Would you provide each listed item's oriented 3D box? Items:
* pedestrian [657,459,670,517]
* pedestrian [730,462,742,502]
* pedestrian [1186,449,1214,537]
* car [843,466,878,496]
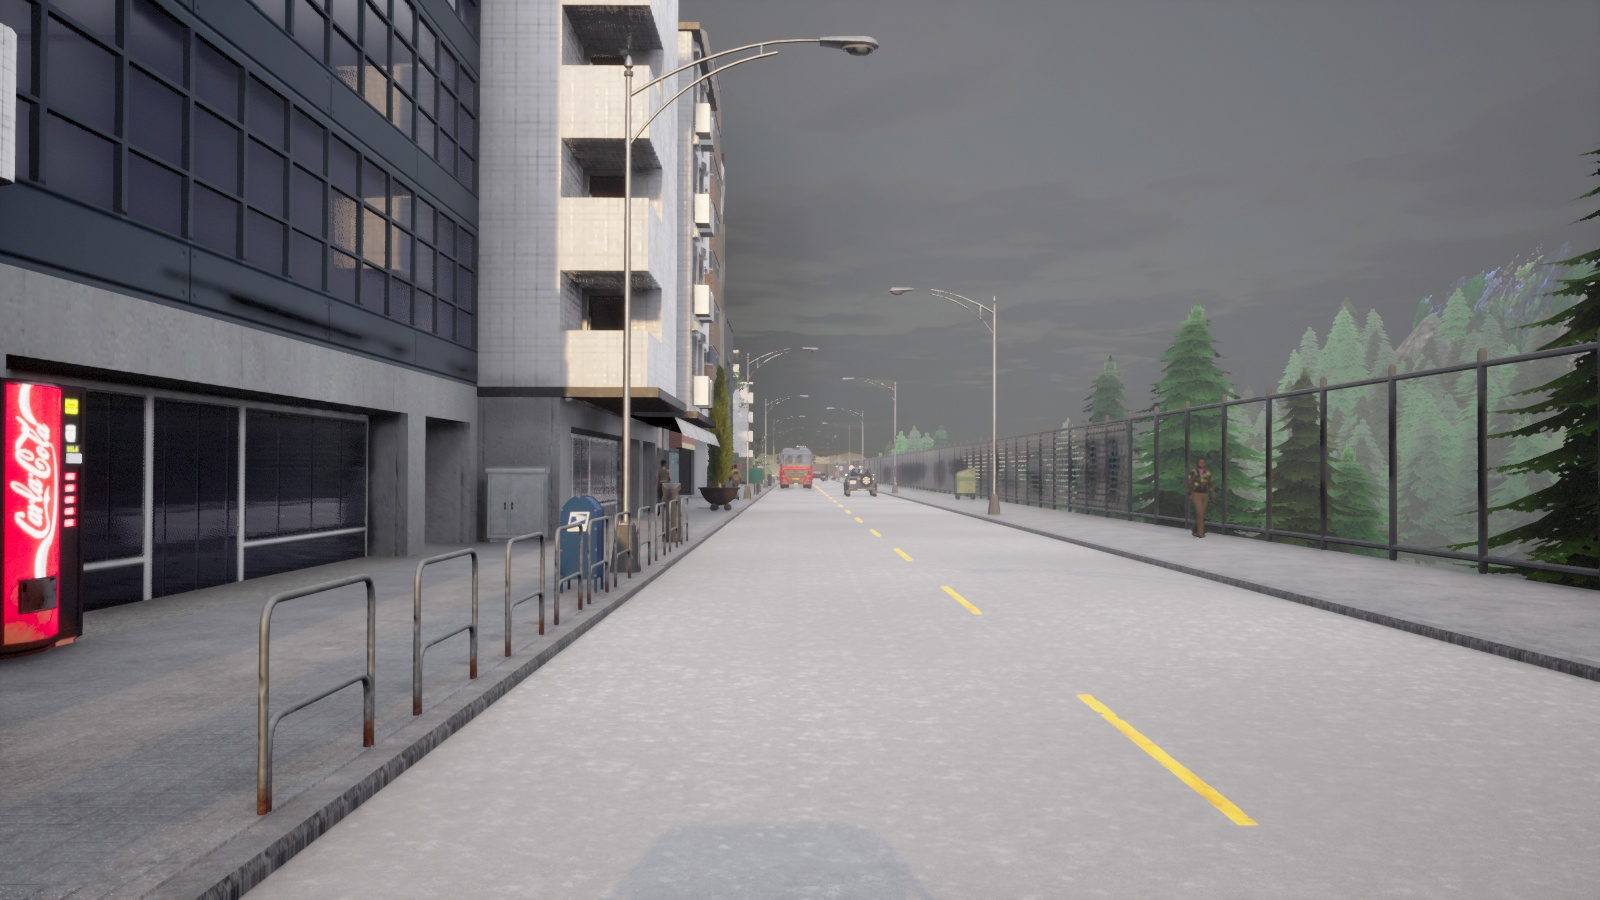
[{"bbox_3d":[-4.412,1.221,40.604,0.345,1.836,0.594,0,-1,0],"label":"pedestrian"},{"bbox_3d":[-3.170,1.578,62.162,0.396,1.930,0.692,0,-1,-23],"label":"pedestrian"},{"bbox_3d":[8.877,0.956,27.884,0.395,1.930,0.692,0,-1,1],"label":"pedestrian"},{"bbox_3d":[3.768,1.934,78.674,1.932,1.855,4.605,0,-1,0],"label":"car"}]
